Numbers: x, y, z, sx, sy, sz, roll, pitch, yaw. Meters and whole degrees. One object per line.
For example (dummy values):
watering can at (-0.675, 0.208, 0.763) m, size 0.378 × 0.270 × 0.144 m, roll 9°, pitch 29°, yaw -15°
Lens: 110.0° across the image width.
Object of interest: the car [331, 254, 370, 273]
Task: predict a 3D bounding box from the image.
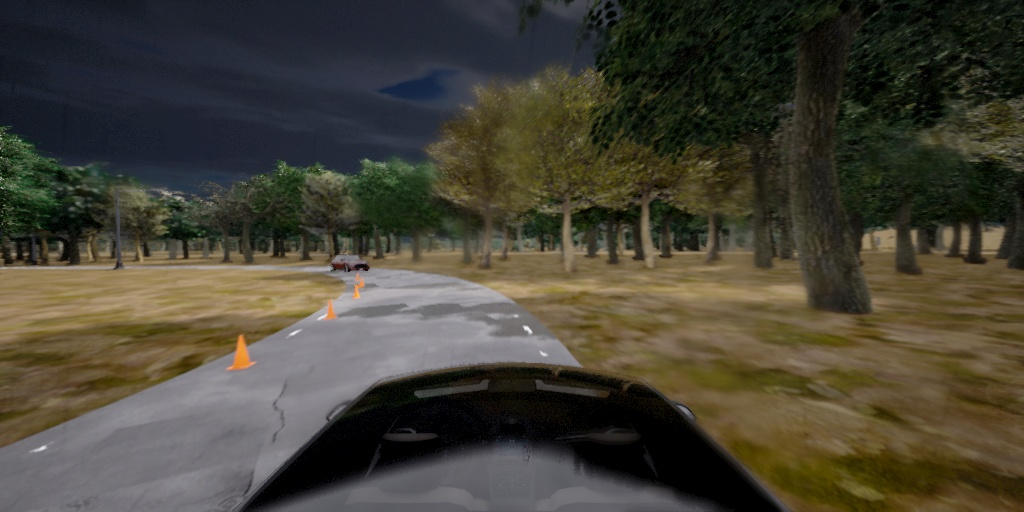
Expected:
car at (-15.625, 0.641, 34.624) m, size 4.553 × 1.767 × 2.097 m, roll 0°, pitch 2°, yaw 40°

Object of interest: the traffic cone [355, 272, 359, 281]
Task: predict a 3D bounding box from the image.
traffic cone at (-10.598, 1.411, 24.700) m, size 0.340 × 0.580 × 0.340 m, roll 0°, pitch 0°, yaw -29°

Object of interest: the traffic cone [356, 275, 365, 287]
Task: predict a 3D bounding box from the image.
traffic cone at (-8.541, 1.484, 20.447) m, size 0.340 × 0.580 × 0.340 m, roll 0°, pitch 0°, yaw -23°

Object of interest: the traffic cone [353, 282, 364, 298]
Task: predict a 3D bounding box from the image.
traffic cone at (-6.925, 1.573, 16.009) m, size 0.340 × 0.580 × 0.340 m, roll 0°, pitch 0°, yaw -17°

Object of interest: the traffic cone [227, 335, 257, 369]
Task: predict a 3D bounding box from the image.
traffic cone at (-5.080, 1.782, 6.758) m, size 0.340 × 0.580 × 0.340 m, roll 0°, pitch 0°, yaw -5°

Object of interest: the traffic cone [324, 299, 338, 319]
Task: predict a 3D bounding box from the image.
traffic cone at (-5.766, 1.679, 11.430) m, size 0.340 × 0.580 × 0.340 m, roll 0°, pitch 0°, yaw -11°
